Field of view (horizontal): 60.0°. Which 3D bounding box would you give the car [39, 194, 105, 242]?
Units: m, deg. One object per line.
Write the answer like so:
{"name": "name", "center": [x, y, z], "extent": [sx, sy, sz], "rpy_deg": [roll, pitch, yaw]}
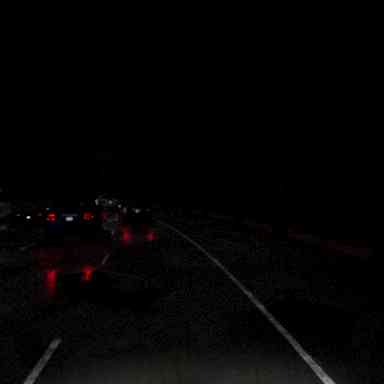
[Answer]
{"name": "car", "center": [-5.869, 1.258, 17.021], "extent": [2.150, 2.045, 5.566], "rpy_deg": [-1, 0, -12]}

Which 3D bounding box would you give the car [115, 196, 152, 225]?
{"name": "car", "center": [-4.272, 1.332, 24.410], "extent": [2.097, 1.767, 4.553], "rpy_deg": [-1, 0, -16]}

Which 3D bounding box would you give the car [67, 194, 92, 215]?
{"name": "car", "center": [-12.546, 1.298, 36.934], "extent": [2.150, 2.045, 5.566], "rpy_deg": [-1, 0, -24]}

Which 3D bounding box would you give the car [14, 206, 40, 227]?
{"name": "car", "center": [-11.472, 1.670, 24.114], "extent": [1.994, 1.385, 4.181], "rpy_deg": [-1, 0, -17]}

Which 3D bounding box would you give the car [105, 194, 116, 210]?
{"name": "car", "center": [-10.560, 1.250, 40.862], "extent": [2.150, 2.045, 5.566], "rpy_deg": [-1, 0, -25]}
